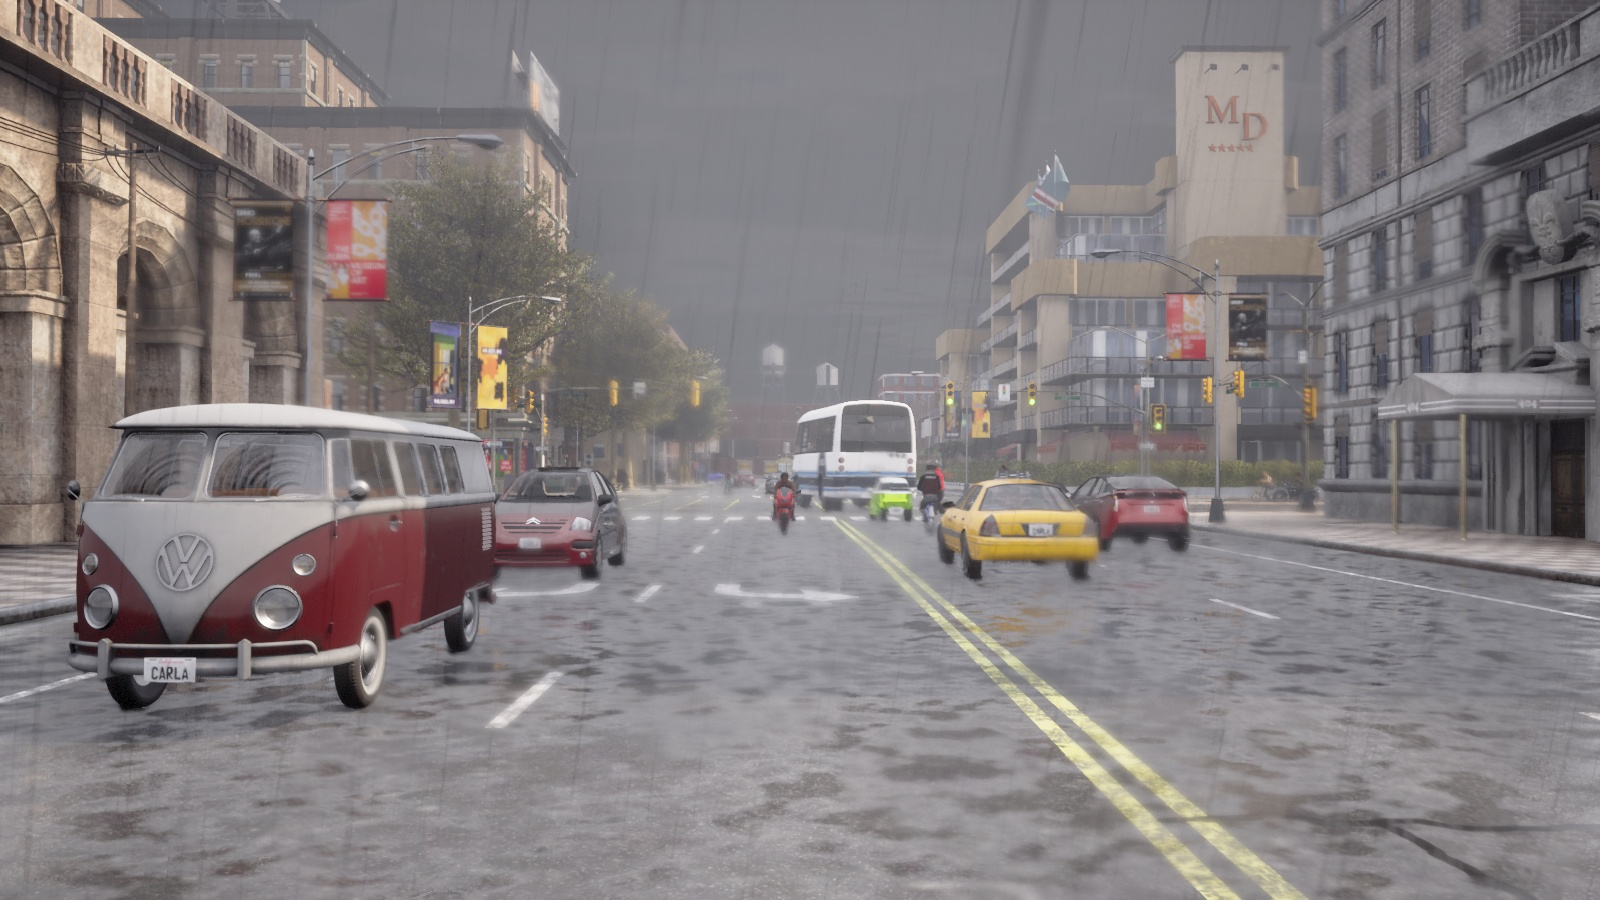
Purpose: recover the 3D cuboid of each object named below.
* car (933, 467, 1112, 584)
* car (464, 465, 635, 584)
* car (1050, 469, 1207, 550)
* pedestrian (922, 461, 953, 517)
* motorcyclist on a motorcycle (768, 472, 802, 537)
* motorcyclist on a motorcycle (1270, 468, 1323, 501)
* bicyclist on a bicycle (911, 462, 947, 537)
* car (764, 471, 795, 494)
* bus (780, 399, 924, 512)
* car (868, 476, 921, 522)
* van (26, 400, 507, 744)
[{"bbox_3d":[3.307,1.071,19.743,1.801,1.575,5.366,0,-1,-1],"label":"car"},{"bbox_3d":[-3.690,1.049,19.162,1.851,1.617,3.988,0,-1,-1],"label":"car"},{"bbox_3d":[6.719,1.174,26.231,2.007,1.525,4.514,0,-1,-1],"label":"car"},{"bbox_3d":[4.543,1.285,41.532,0.899,1.844,0.634,-1,-1,18],"label":"pedestrian"},{"bbox_3d":[-0.368,1.313,30.736,0.797,1.523,2.044,0,-1,-1],"label":"motorcyclist on a motorcycle"},{"bbox_3d":[24.891,1.721,62.998,2.350,1.649,0.766,0,-1,-1],"label":"motorcyclist on a motorcycle"},{"bbox_3d":[3.133,1.185,30.612,0.659,1.776,1.843,0,-1,-1],"label":"bicyclist on a bicycle"},{"bbox_3d":[-1.442,2.247,87.812,2.128,1.511,4.902,0,-1,-1],"label":"car"},{"bbox_3d":[1.912,0.316,52.864,3.944,4.253,10.273,0,-1,-10],"label":"bus"},{"bbox_3d":[2.961,1.523,39.751,1.481,1.376,2.207,0,-1,-1],"label":"car"},{"bbox_3d":[-3.607,0.741,9.502,1.775,1.987,4.442,0,-1,-1],"label":"van"}]
